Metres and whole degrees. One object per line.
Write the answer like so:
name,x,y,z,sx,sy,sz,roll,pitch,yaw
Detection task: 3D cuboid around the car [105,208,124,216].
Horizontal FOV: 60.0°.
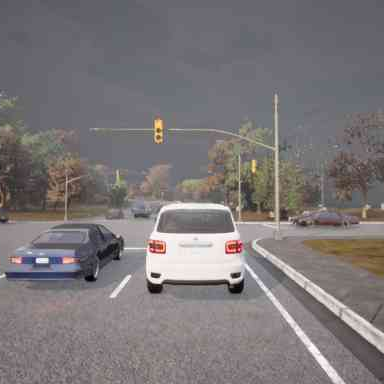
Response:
car,-10.609,3.058,45.822,1.837,1.490,4.892,0,-2,1

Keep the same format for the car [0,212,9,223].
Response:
car,-21.512,2.640,34.961,4.181,1.385,1.994,0,-2,11

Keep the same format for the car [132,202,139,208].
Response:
car,-10.527,3.119,65.700,2.150,2.045,5.566,0,0,1

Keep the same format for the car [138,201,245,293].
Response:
car,0.084,1.322,9.232,2.150,2.045,5.566,0,-1,0

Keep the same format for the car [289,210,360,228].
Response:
car,11.719,2.394,29.188,5.357,1.411,2.033,0,-3,-1

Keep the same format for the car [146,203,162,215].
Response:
car,-7.054,3.106,62.318,2.150,2.045,5.566,0,0,0

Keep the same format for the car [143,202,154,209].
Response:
car,-10.496,3.350,80.984,2.033,1.411,5.357,0,0,0

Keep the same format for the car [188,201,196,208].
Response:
car,-0.111,3.307,87.849,1.837,1.490,4.892,0,0,-3

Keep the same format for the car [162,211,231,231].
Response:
car,0.298,2.299,27.081,5.357,1.411,2.033,-2,-3,31

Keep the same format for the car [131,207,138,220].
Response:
car,-7.095,3.202,47.311,1.895,1.301,4.718,0,-2,0

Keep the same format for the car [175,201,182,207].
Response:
car,-3.588,3.113,87.496,1.882,1.535,5.008,0,0,-3

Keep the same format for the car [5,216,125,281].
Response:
car,-3.417,1.666,10.086,2.033,1.411,5.357,0,-1,0

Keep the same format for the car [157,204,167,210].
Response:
car,-6.995,3.437,77.831,1.895,1.301,4.718,0,0,0
